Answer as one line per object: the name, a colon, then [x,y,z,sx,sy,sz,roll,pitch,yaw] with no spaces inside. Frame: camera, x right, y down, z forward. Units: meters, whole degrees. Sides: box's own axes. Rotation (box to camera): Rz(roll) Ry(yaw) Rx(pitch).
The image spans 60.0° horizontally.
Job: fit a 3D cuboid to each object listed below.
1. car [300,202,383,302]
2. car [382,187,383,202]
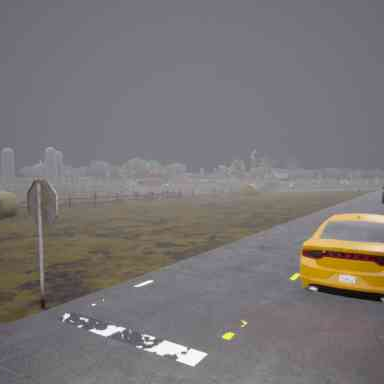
car: [3.944,1.231,7.673,1.882,1.535,5.008,0,2,33]
car: [20.068,0.054,32.760,2.150,2.045,5.566,0,2,33]
